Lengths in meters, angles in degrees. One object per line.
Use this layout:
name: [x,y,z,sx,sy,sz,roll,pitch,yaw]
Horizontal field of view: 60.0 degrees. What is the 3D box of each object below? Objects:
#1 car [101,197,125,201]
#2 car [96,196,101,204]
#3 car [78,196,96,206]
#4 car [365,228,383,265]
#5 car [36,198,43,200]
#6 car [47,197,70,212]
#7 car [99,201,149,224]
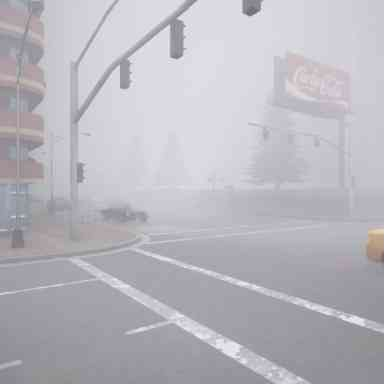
car: [-12.290,1.505,53.071,1.837,1.490,4.892,0,0,-36]
car: [-17.642,1.526,60.448,1.812,1.442,4.674,0,0,-37]
car: [-18.260,1.547,55.348,2.033,1.411,5.357,0,0,-36]
car: [7.008,1.477,8.208,1.882,1.535,5.008,0,0,-36]
car: [-24.627,1.207,52.034,1.994,1.385,4.181,0,0,-36]
car: [-15.631,1.351,39.462,2.097,1.767,4.553,0,0,-36]
car: [-5.055,1.601,24.854,1.895,1.301,4.718,0,0,-36]
